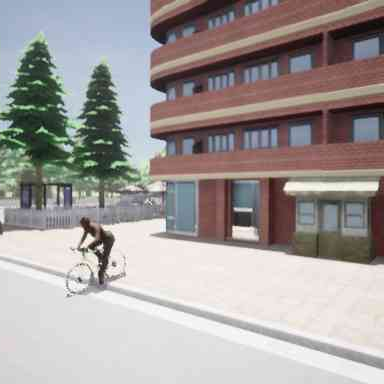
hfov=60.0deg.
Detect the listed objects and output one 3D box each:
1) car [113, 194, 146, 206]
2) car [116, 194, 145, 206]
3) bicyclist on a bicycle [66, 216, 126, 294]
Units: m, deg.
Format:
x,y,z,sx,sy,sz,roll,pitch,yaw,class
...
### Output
x,y,z,sx,sy,sz,roll,pitch,yaw,class
-9.410,1.148,50.601,2.097,1.767,4.553,0,0,43,car
-8.303,1.372,46.641,1.994,1.385,4.181,0,0,41,car
-2.181,1.333,7.513,0.582,1.620,1.656,0,10,37,bicyclist on a bicycle
